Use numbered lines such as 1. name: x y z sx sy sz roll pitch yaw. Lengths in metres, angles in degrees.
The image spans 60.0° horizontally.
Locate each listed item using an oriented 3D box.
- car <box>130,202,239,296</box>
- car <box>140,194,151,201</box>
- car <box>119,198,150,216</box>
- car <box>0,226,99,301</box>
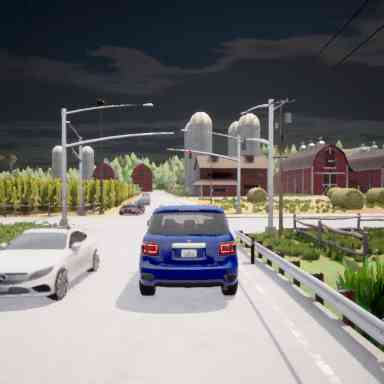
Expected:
1. car: -0.109 1.369 9.145 2.150 2.045 5.566 0 -2 -1
2. car: -7.227 1.424 50.356 1.812 1.442 4.674 0 1 -7
3. car: -6.104 1.709 34.509 1.994 1.385 4.181 0 1 5
4. car: -3.751 1.663 8.734 1.812 1.442 4.674 0 -2 -2
